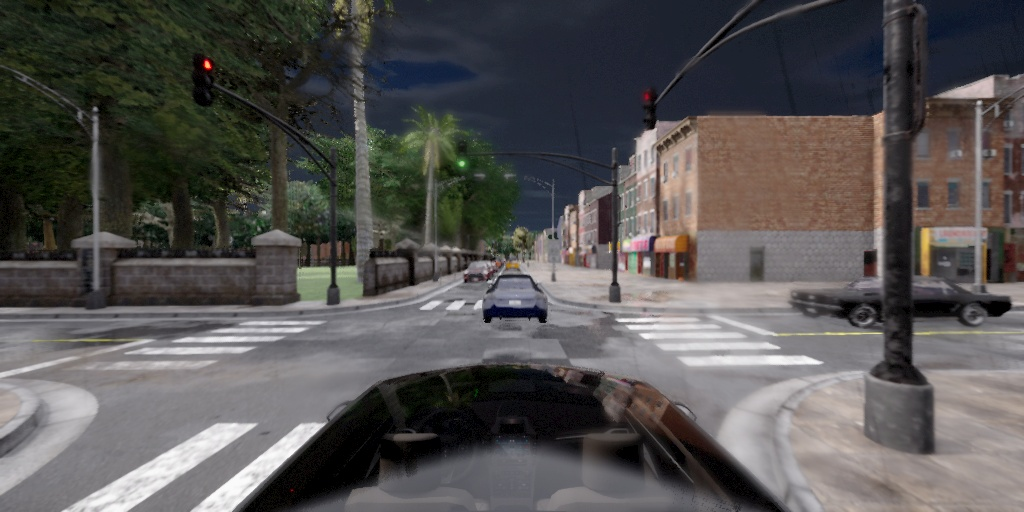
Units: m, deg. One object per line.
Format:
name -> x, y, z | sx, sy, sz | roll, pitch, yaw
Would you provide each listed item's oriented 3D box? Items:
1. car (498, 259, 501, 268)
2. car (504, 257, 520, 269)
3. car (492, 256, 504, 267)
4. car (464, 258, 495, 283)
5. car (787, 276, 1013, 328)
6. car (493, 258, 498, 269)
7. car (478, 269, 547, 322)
car -> -2.641, 1.373, 45.170 | 1.802, 1.307, 4.207 | 0, 0, 0
car -> 0.094, 1.293, 53.193 | 1.882, 1.535, 5.008 | 0, 0, 0
car -> -2.992, 1.198, 61.681 | 2.097, 1.767, 4.553 | 0, 0, 0
car -> -2.640, 1.196, 28.105 | 1.967, 1.591, 4.097 | 0, 0, 0
car -> 10.847, 1.252, 10.339 | 4.718, 1.301, 1.895 | 0, 0, 1
car -> -2.640, 1.205, 33.792 | 1.967, 1.591, 4.097 | 0, 0, 0
car -> 0.092, 1.306, 12.285 | 1.994, 1.385, 4.181 | 0, 0, 0
